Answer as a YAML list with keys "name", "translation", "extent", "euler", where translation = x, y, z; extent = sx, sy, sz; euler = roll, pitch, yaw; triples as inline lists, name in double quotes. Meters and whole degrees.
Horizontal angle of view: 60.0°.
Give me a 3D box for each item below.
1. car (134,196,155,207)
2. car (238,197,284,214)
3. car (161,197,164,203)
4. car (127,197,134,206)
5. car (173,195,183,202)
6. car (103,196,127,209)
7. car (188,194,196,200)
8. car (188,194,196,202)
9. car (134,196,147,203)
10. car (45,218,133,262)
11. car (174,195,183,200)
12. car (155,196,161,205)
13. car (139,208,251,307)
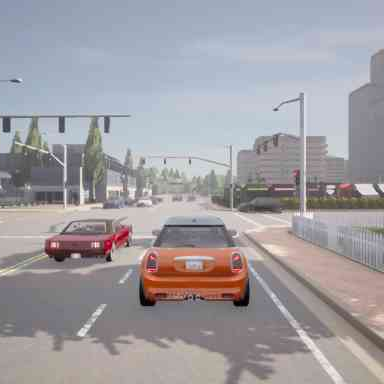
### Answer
- name: "car"
  translation: [-7.115, 1.526, 50.226]
  extent: [1.812, 1.442, 4.674]
  euler: [0, 0, 0]
- name: "car"
  translation: [7.137, 1.352, 34.731]
  extent: [4.553, 1.767, 2.097]
  euler: [0, 0, -1]
- name: "car"
  translation: [-7.041, 1.595, 69.411]
  extent: [1.895, 1.301, 4.718]
  euler: [0, 0, 0]
- name: "car"
  translation: [-10.622, 1.564, 54.195]
  extent: [1.994, 1.385, 4.181]
  euler: [0, 0, 0]
- name: "car"
  translation: [-3.546, 1.513, 77.820]
  extent: [1.812, 1.442, 4.674]
  euler: [0, 0, 0]
- name: "car"
  translation: [-10.620, 1.352, 45.192]
  extent: [2.097, 1.767, 4.553]
  euler: [0, 0, 0]
- name: "car"
  translation: [-0.052, 1.398, 87.778]
  extent: [2.128, 1.511, 4.902]
  euler: [0, 0, 0]
- name: "car"
  translation: [-0.046, 1.531, 77.503]
  extent: [2.033, 1.411, 5.357]
  euler: [0, 0, 0]
- name: "car"
  translation: [-10.542, 1.564, 68.619]
  extent: [1.994, 1.385, 4.181]
  euler: [0, 0, 0]
- name: "car"
  translation: [-3.423, 1.601, 12.061]
  extent: [1.895, 1.301, 4.718]
  euler: [0, 0, 0]
- name: "car"
  translation: [-3.552, 1.425, 87.774]
  extent: [1.994, 1.385, 4.181]
  euler: [0, 0, 0]
- name: "car"
  translation: [-7.107, 1.505, 59.332]
  extent: [1.837, 1.490, 4.892]
  euler: [0, 0, 0]
- name: "car"
  translation: [0.059, 1.352, 8.167]
  extent: [2.097, 1.767, 4.553]
  euler: [0, 0, 0]
